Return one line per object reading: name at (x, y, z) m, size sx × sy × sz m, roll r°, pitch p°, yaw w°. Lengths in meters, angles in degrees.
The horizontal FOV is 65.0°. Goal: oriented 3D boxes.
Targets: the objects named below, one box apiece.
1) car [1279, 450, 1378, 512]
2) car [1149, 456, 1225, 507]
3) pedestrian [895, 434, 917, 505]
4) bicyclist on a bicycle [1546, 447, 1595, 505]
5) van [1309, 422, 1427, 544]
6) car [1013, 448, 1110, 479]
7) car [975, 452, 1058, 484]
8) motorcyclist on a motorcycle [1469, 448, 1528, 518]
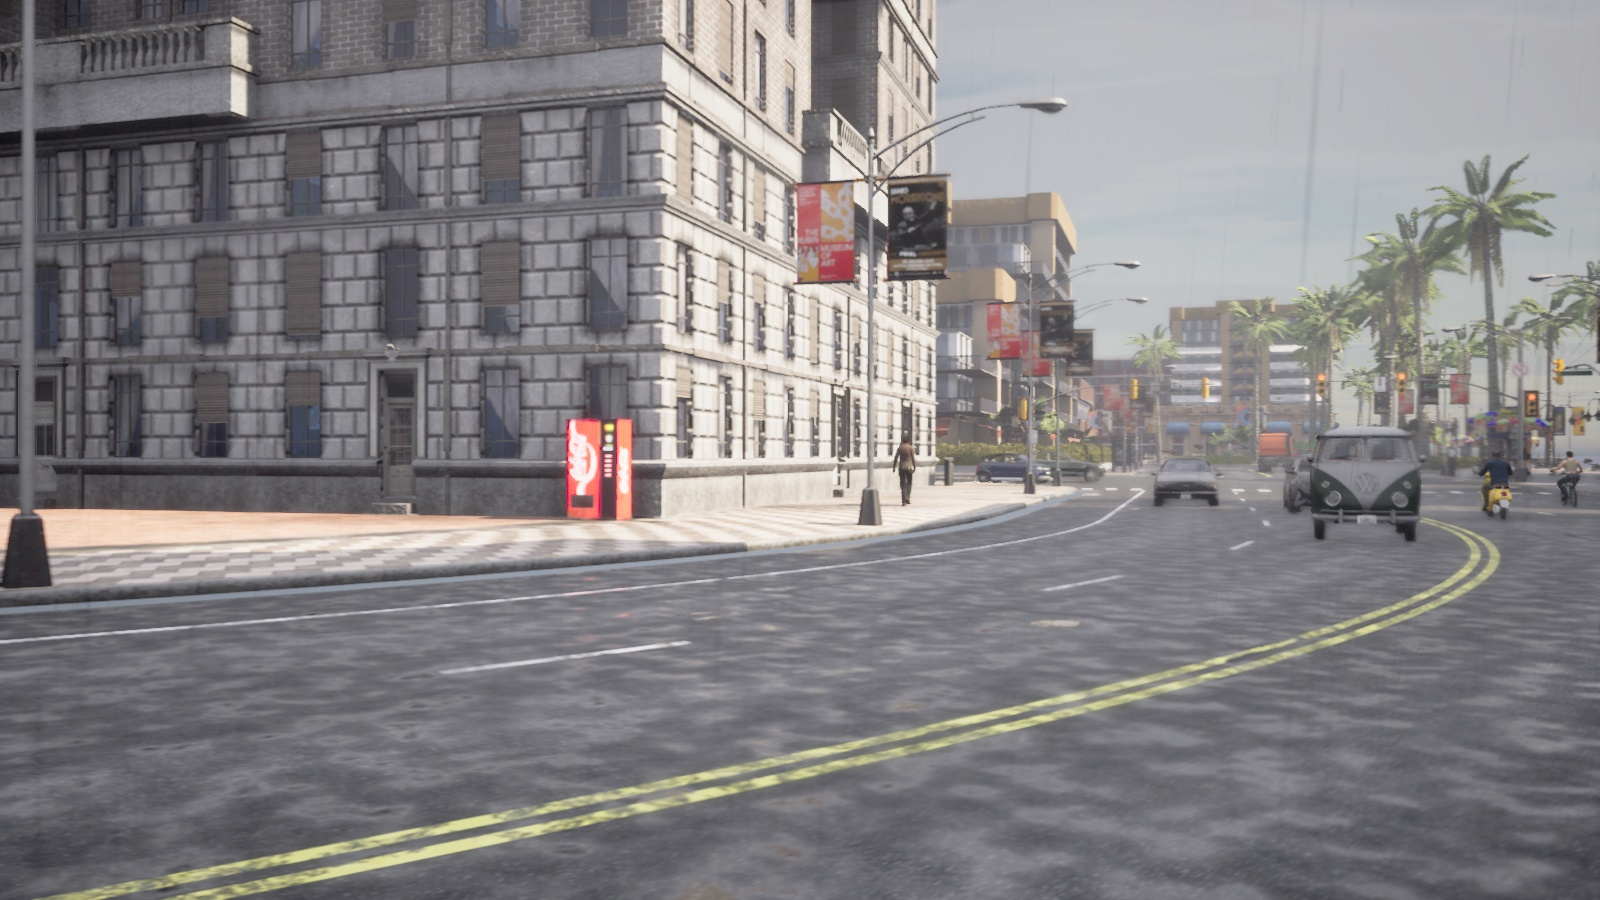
car at (13.893, 0.762, 33.248) m, size 2.007 × 1.525 × 4.514 m, roll 0°, pitch 0°, yaw 18°
car at (11.671, 0.884, 37.819) m, size 2.033 × 1.411 × 5.357 m, roll 0°, pitch 0°, yaw 18°
pedestrian at (2.743, 0.500, 32.468) m, size 0.328 × 1.805 × 0.869 m, roll 0°, pitch 0°, yaw 20°
bicyclist on a bicycle at (22.197, 0.739, 36.207) m, size 0.866 × 1.612 × 1.509 m, roll 0°, pitch 0°, yaw 17°
van at (10.287, 0.545, 22.947) m, size 1.775 × 1.987 × 4.442 m, roll 0°, pitch 0°, yaw 23°
car at (13.992, 0.704, 67.356) m, size 5.027 × 1.651 × 2.152 m, roll 0°, pitch 0°, yaw 10°
car at (10.886, 0.899, 63.105) m, size 3.705 × 1.549 × 1.789 m, roll 0°, pitch -1°, yaw 34°
motorcyclist on a motorcycle at (16.345, 0.750, 29.435) m, size 0.866 × 1.590 × 1.817 m, roll 0°, pitch 0°, yaw 18°
